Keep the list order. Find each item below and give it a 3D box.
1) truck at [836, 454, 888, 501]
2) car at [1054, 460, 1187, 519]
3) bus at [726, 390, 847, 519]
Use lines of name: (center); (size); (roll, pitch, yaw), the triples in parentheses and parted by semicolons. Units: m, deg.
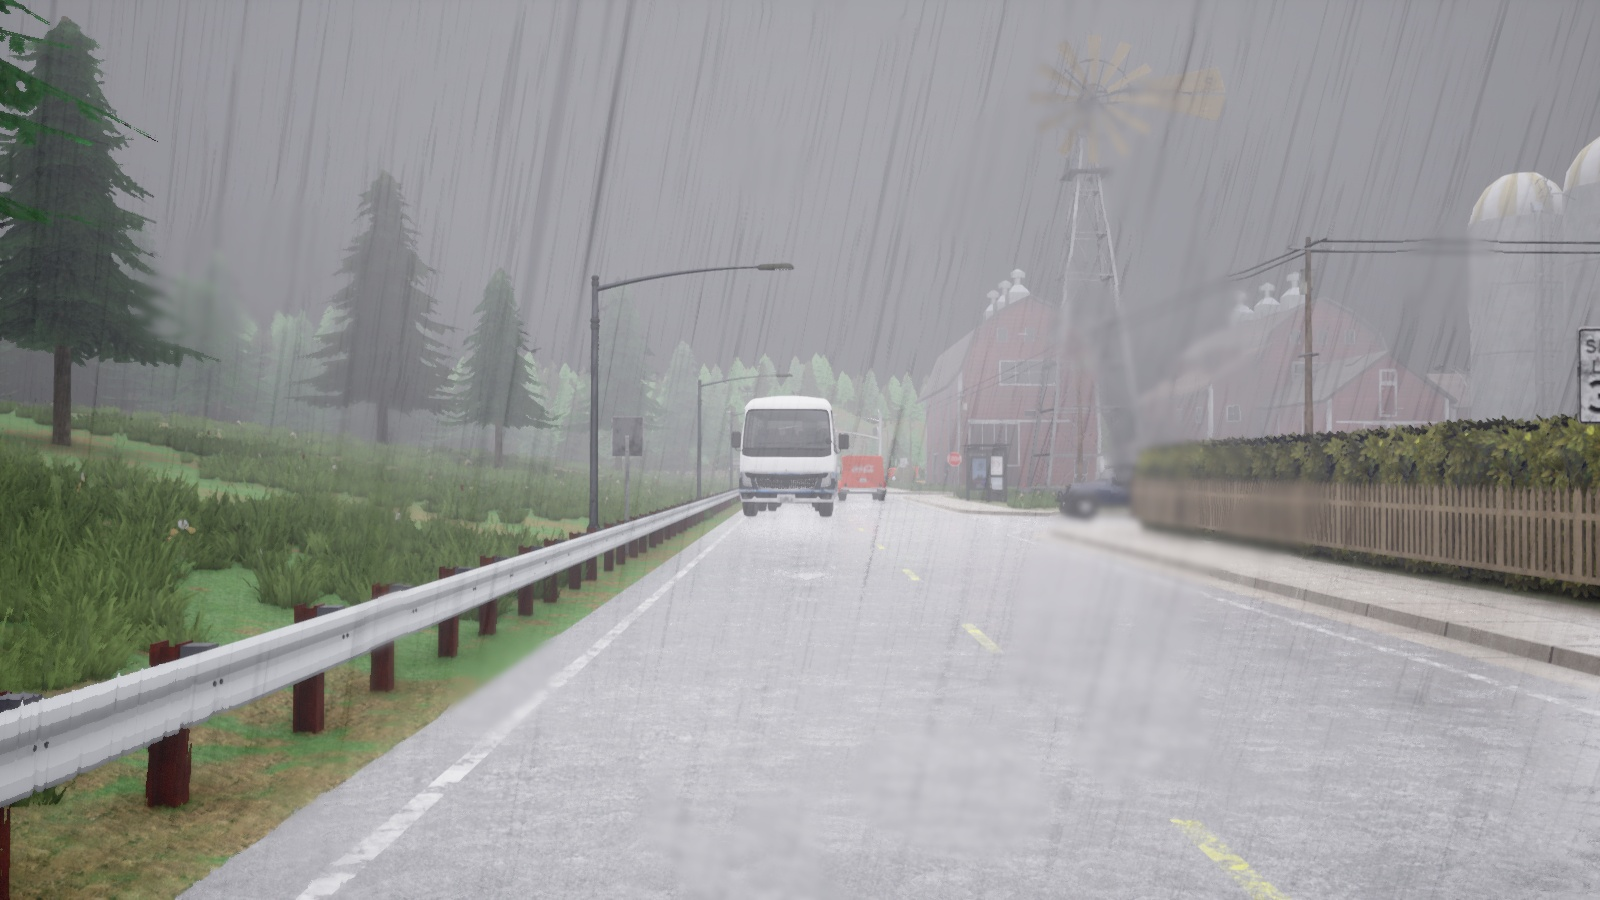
truck: (3.335, 1.492, 68.638); (2.627, 2.467, 5.204); (0, -1, 0)
car: (10.459, 1.274, 41.202); (3.866, 1.878, 1.905); (0, -1, -1)
bus: (-0.269, 0.238, 46.673); (3.944, 4.253, 10.273); (0, -1, 2)
